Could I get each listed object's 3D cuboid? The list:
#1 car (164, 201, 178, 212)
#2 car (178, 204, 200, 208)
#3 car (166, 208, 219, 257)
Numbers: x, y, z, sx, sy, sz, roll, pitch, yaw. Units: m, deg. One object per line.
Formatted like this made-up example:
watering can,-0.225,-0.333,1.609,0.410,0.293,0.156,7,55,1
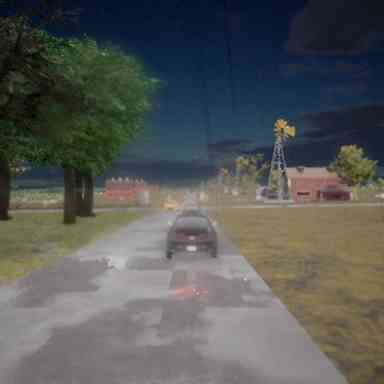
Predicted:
car,-2.804,1.964,45.831,1.882,1.535,5.008,0,-1,0
car,0.007,1.805,28.899,1.812,1.442,4.674,0,0,1
car,0.012,1.633,13.497,1.837,1.490,4.892,0,0,0
